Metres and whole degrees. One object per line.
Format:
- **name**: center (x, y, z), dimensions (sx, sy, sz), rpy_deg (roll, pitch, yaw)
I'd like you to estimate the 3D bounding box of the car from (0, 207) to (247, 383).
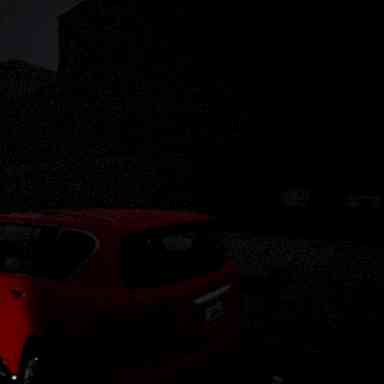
- **car**: center (-1.972, 1.236, 4.722), dimensions (5.566, 2.045, 2.435), rpy_deg (0, 0, 35)
